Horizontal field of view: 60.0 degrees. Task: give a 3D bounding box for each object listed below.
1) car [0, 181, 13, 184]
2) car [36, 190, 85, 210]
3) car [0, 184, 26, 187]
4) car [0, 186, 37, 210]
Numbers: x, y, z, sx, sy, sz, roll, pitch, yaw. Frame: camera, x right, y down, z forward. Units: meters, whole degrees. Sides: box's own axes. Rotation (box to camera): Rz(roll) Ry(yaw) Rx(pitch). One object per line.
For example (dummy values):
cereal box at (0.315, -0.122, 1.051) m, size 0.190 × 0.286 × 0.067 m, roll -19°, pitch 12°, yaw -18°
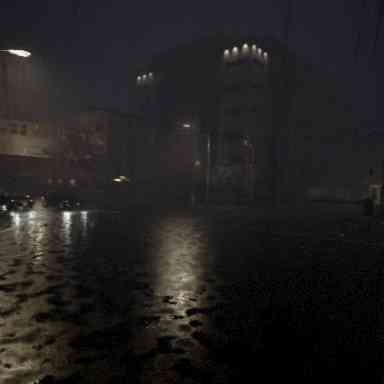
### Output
car at (-36.388, -1.101, 64.427) m, size 5.566 × 2.045 × 2.435 m, roll 3°, pitch 2°, yaw 41°
car at (-10.797, 0.632, 27.834) m, size 4.892 × 1.490 × 1.837 m, roll 2°, pitch 1°, yaw 42°
car at (-20.143, 0.220, 36.180) m, size 4.674 × 1.442 × 1.812 m, roll 3°, pitch 2°, yaw 42°
car at (-14.187, 0.551, 26.303) m, size 4.902 × 1.511 × 2.128 m, roll 3°, pitch 2°, yaw 42°
